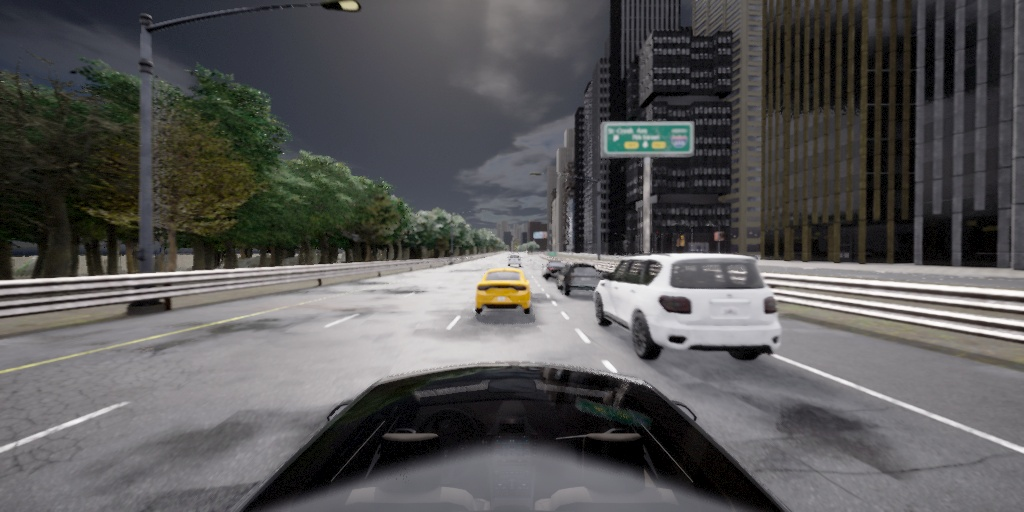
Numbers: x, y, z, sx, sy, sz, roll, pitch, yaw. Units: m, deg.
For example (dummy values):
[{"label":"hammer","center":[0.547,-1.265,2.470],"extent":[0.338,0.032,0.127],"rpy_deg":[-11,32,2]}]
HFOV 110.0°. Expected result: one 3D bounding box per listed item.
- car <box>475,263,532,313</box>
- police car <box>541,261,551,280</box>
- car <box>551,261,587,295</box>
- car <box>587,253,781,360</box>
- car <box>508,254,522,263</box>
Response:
[{"label":"car","center":[-0.249,1.211,14.032],"extent":[1.882,1.535,5.008],"rpy_deg":[0,0,2]},{"label":"police car","center":[3.591,1.197,30.351],"extent":[2.038,1.542,4.974],"rpy_deg":[0,0,0]},{"label":"car","center":[3.535,1.155,19.379],"extent":[2.033,1.649,4.856],"rpy_deg":[0,0,0]},{"label":"car","center":[3.505,0.964,8.437],"extent":[2.150,2.045,5.566],"rpy_deg":[0,0,0]},{"label":"car","center":[0.442,0.722,59.966],"extent":[2.150,2.045,5.566],"rpy_deg":[0,1,1]}]
